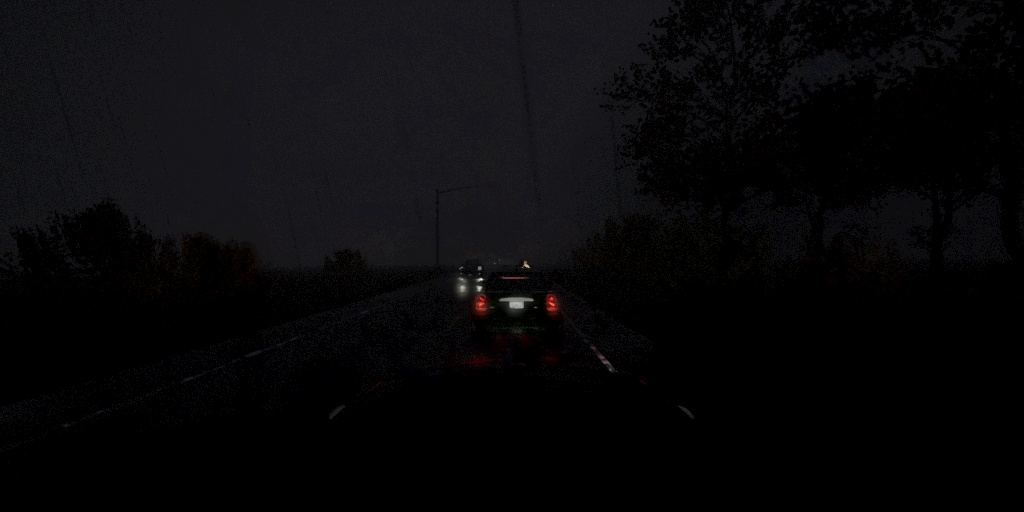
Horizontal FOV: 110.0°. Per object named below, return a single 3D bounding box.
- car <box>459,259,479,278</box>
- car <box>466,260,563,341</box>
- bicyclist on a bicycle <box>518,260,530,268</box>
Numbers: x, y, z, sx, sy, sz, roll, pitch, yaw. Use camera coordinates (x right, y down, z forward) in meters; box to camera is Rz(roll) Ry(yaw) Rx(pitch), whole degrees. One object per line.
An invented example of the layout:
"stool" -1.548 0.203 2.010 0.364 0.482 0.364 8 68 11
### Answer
"car" -3.629 1.090 33.488 2.097 1.767 4.553 0 0 0
"car" 0.108 1.099 10.002 2.097 1.767 4.553 0 0 0
"bicyclist on a bicycle" 0.959 1.177 25.825 0.866 1.612 1.509 0 0 1
